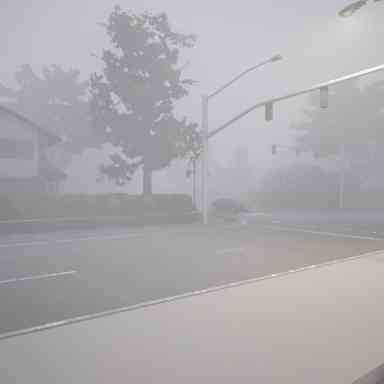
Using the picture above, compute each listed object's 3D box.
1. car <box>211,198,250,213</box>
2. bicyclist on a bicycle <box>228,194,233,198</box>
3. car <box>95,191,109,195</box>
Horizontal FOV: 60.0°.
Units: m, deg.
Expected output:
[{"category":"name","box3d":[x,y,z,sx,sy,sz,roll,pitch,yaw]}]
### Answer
[{"category":"car","box3d":[4.100,1.416,35.764,1.837,1.490,4.892,0,0,-36]},{"category":"bicyclist on a bicycle","box3d":[5.873,1.176,51.054,1.656,1.620,0.582,0,0,-36]},{"category":"car","box3d":[-20.439,0.855,75.225,2.150,2.045,5.566,0,0,-36]}]
